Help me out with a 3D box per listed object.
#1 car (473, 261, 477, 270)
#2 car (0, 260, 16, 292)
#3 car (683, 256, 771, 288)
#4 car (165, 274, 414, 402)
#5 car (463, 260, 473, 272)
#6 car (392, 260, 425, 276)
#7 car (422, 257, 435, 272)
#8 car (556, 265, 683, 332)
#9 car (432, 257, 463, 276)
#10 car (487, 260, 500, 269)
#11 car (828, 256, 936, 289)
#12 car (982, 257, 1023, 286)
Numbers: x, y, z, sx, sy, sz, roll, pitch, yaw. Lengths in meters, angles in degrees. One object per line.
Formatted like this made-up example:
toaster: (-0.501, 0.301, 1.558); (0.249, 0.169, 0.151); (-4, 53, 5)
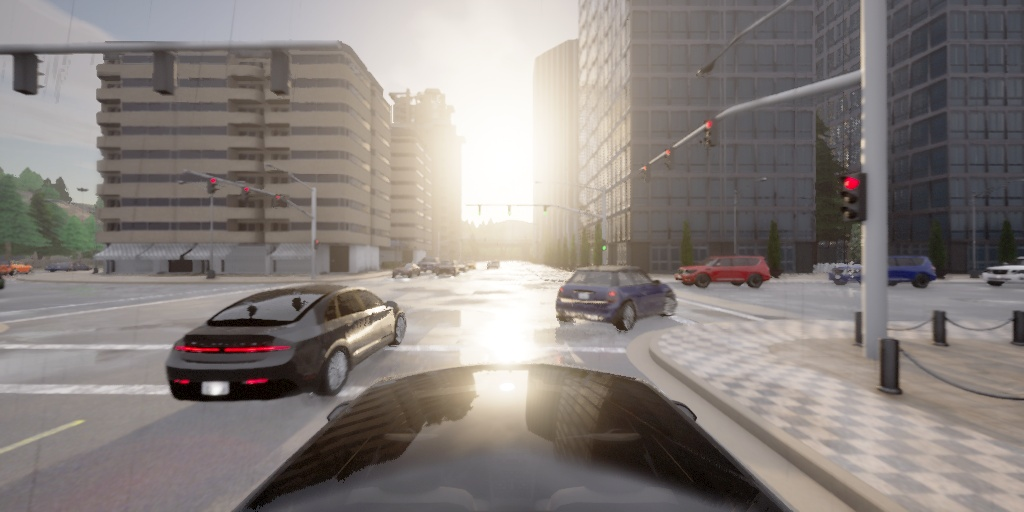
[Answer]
car: (-7.024, 1.478, 59.712); (1.882, 1.535, 5.008); (0, 0, 0)
car: (-27.342, 0.981, 16.698); (5.566, 2.045, 2.150); (0, 0, 3)
car: (13.673, 1.011, 23.405); (5.566, 2.045, 2.150); (0, 0, 0)
car: (-3.407, 1.271, 6.547); (1.837, 1.490, 4.892); (0, 0, 0)
car: (-7.084, 1.504, 49.511); (2.033, 1.411, 5.357); (0, 0, 0)
car: (-10.638, 1.426, 36.453); (1.812, 1.442, 4.674); (0, 0, 1)
car: (-10.594, 1.164, 46.160); (2.150, 2.045, 5.566); (0, 0, 0)
car: (3.359, 1.089, 11.126); (2.097, 1.767, 4.553); (0, 0, 43)
car: (-7.097, 1.268, 40.041); (2.097, 1.767, 4.553); (0, 0, 0)
car: (-3.401, 1.619, 63.797); (1.895, 1.301, 4.718); (0, 0, 0)
car: (23.993, 1.010, 23.347); (5.566, 2.045, 2.150); (0, 0, 1)
car: (34.355, 1.010, 23.291); (5.566, 2.045, 2.150); (0, 0, 0)
